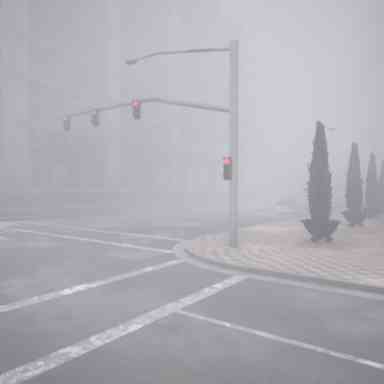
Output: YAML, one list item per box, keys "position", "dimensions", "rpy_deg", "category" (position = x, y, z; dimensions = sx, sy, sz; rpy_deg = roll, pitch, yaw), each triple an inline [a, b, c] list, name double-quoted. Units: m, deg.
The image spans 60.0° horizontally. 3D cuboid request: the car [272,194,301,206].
- position: [14.849, 1.434, 51.923]
  dimensions: [2.033, 1.411, 5.357]
  rpy_deg: [0, 0, 36]
  category: "car"
